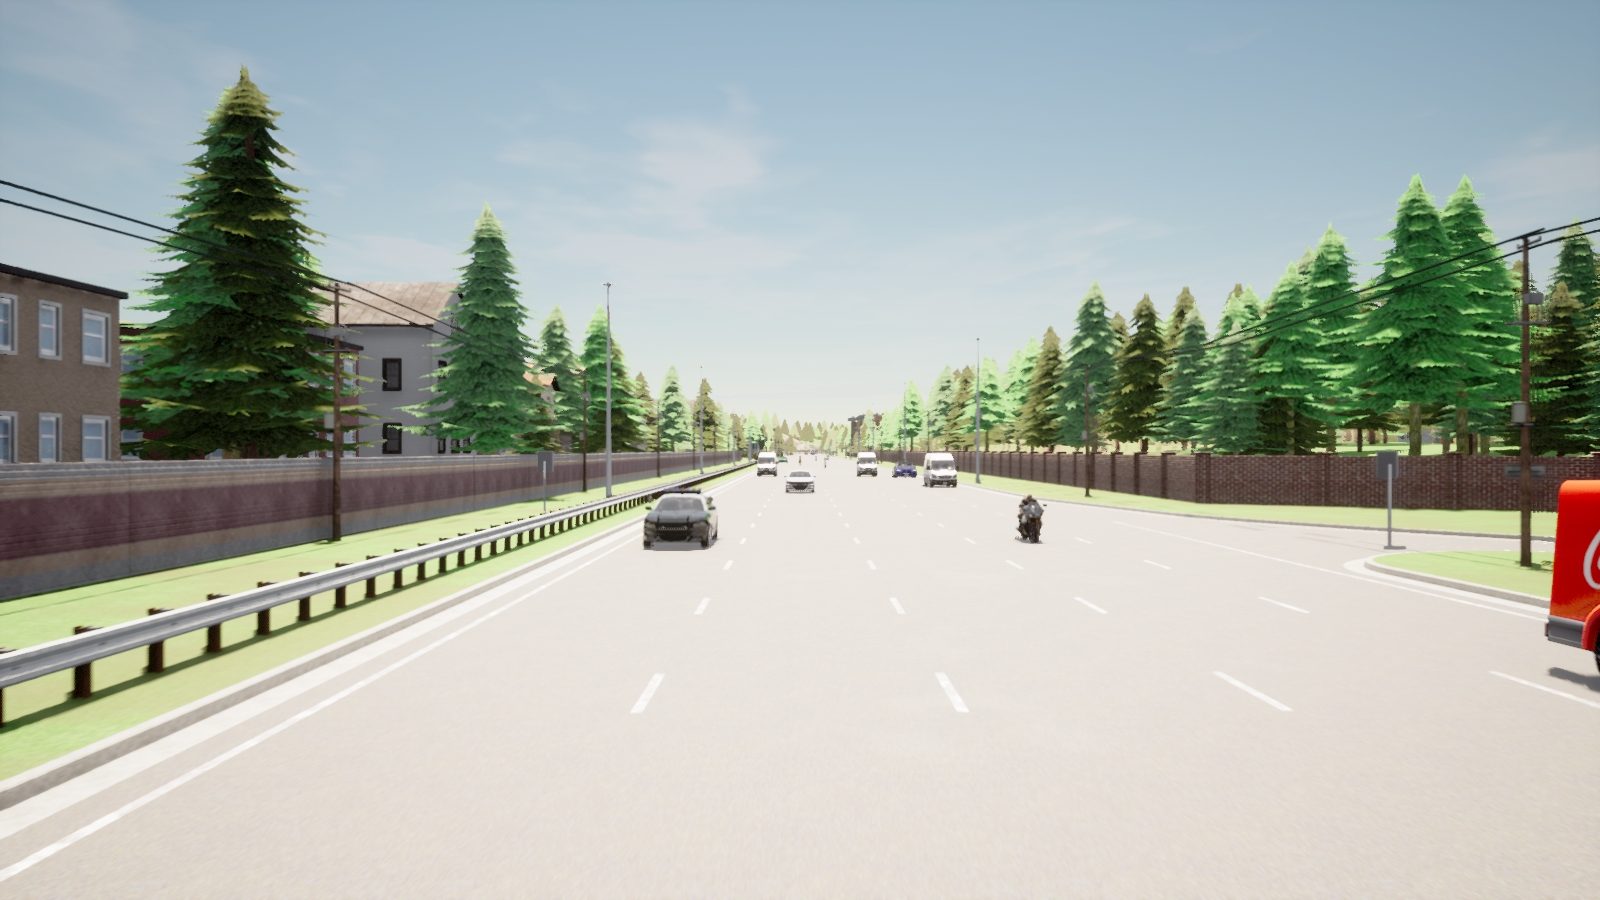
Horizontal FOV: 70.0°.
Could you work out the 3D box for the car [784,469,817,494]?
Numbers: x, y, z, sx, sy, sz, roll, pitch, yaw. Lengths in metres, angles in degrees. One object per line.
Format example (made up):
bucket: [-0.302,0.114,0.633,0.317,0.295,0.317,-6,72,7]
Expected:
car: [0.005,2.034,74.786,2.097,1.535,5.006,0,0,0]

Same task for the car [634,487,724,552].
car: [-3.498,1.982,33.991,2.097,1.638,5.238,0,0,0]

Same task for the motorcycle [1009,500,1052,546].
motorcycle: [7.003,2.205,34.875,0.867,1.251,2.209,0,0,0]

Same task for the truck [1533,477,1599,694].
truck: [10.501,1.568,11.720,2.627,2.467,5.204,0,0,0]
